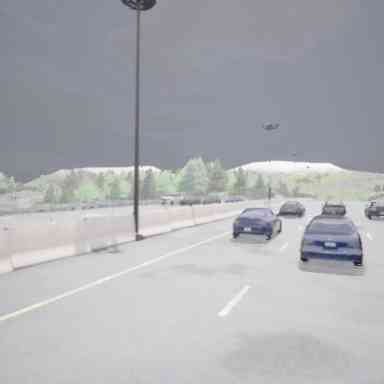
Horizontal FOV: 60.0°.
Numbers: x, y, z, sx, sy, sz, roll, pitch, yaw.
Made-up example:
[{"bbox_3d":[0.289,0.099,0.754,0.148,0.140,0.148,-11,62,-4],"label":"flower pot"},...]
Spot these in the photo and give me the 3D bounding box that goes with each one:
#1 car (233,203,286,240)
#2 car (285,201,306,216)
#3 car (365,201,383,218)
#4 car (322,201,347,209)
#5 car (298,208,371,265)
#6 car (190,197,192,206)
[{"bbox_3d":[3.407,1.513,16.964,1.812,1.442,4.674,0,0,23],"label":"car"},{"bbox_3d":[9.400,1.545,30.876,1.994,1.385,4.181,0,0,24],"label":"car"},{"bbox_3d":[15.955,1.521,28.397,1.812,1.442,4.674,0,0,23],"label":"car"},{"bbox_3d":[12.319,1.480,28.817,2.128,1.511,4.902,0,0,24],"label":"car"},{"bbox_3d":[4.962,1.543,11.788,2.033,1.411,5.357,0,0,24],"label":"car"},{"bbox_3d":[-0.027,1.491,53.636,2.033,1.411,5.357,0,0,23],"label":"car"}]
